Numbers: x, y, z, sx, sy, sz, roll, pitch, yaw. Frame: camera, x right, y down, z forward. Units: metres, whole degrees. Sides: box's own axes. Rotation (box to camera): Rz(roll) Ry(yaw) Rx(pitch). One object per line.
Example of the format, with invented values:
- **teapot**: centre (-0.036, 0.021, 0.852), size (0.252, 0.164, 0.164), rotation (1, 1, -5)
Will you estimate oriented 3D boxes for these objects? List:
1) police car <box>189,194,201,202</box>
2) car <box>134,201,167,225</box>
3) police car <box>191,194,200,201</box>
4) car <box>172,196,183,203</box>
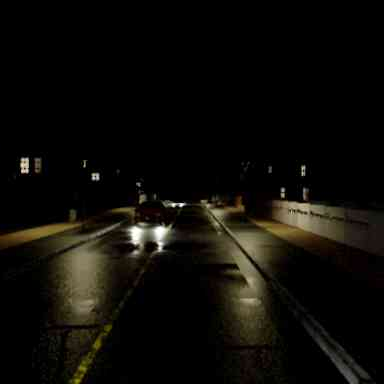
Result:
- **police car**: centre (0.797, 1.310, 69.461), size (1.930, 1.638, 5.238), rotation (0, 0, 0)
- **car**: centre (-2.858, 1.392, 23.631), size (1.882, 1.535, 5.008), rotation (0, 0, 0)
- **police car**: centre (0.792, 1.325, 79.464), size (1.930, 1.638, 5.238), rotation (0, 0, 0)
- **car**: centre (-2.788, 1.479, 64.957), size (1.895, 1.301, 4.718), rotation (0, 0, 0)
